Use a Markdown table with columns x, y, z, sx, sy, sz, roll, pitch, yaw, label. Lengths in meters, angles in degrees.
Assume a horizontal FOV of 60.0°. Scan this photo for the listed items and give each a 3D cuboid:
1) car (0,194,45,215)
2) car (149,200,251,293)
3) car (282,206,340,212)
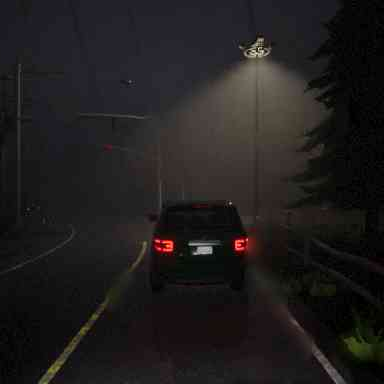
| x | y | z | sx | sy | sz | roll | pitch | yaw | label |
| --- | --- | --- | --- | --- | --- | --- | --- | --- | --- |
| -17.569 | 1.221 | 34.181 | 5.566 | 2.045 | 2.150 | 0 | 0 | 30 | car |
| 0.010 | 1.221 | 9.105 | 2.150 | 2.045 | 5.566 | 0 | 0 | -5 | car |
| 10.708 | 1.627 | 30.182 | 4.718 | 1.301 | 1.895 | 0 | 0 | 0 | car |
